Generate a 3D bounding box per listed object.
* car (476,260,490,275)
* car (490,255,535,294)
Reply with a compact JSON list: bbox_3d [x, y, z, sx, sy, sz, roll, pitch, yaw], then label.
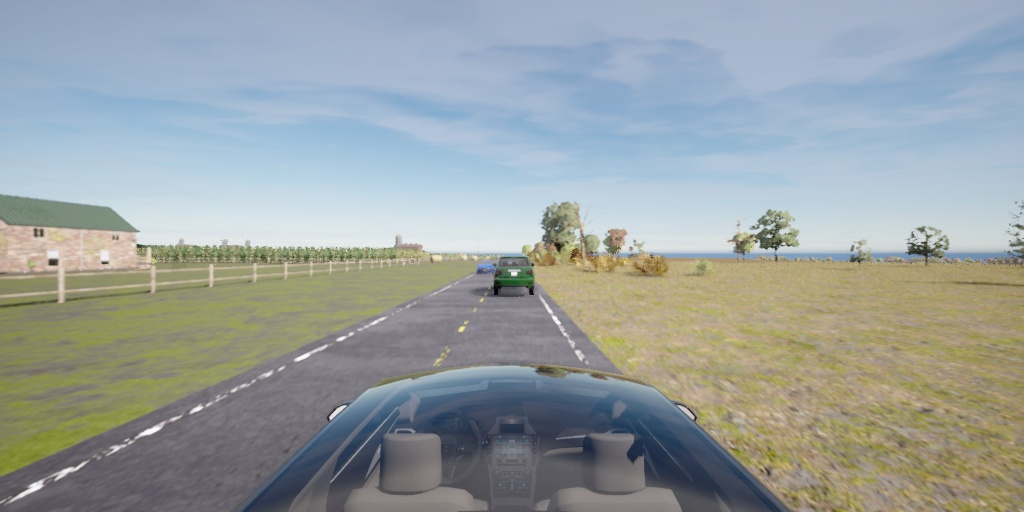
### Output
[{"bbox_3d":[-2.829,1.236,39.851,1.882,1.535,5.008,0,0,0],"label":"car"},{"bbox_3d":[0.106,0.975,20.321,2.150,2.045,5.566,0,0,0],"label":"car"}]
